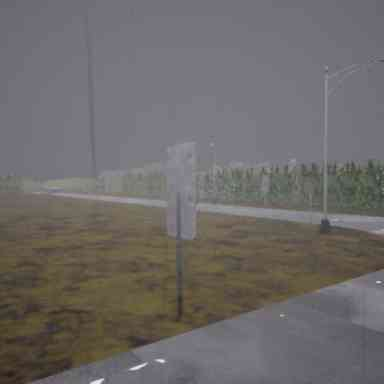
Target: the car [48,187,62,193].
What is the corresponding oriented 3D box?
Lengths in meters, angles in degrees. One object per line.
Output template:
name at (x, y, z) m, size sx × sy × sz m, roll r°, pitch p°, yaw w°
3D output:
car at (-34.627, -0.538, 85.140) m, size 1.882 × 1.535 × 5.008 m, roll -1°, pitch 1°, yaw -35°
